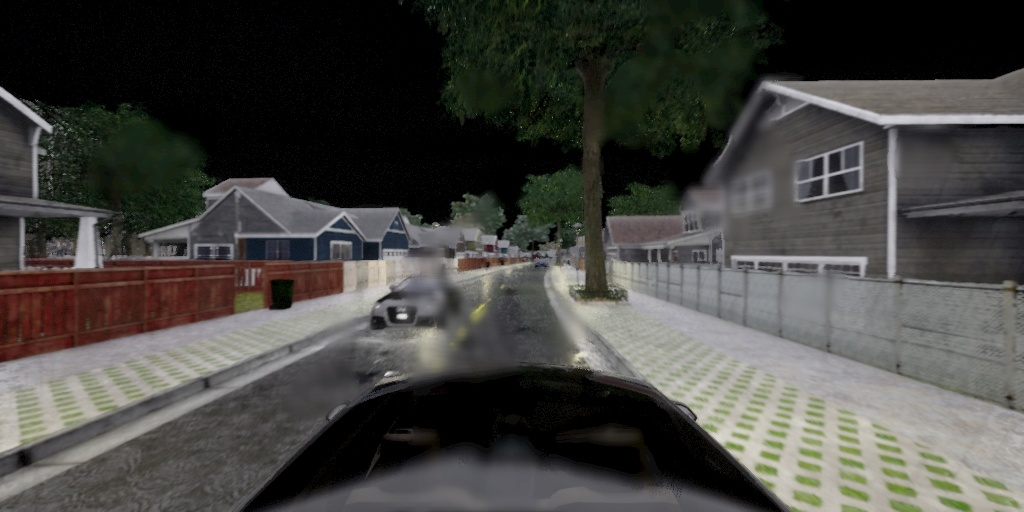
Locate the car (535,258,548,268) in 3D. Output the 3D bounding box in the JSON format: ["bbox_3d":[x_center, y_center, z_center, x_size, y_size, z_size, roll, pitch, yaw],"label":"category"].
[{"bbox_3d":[5.161,1.200,63.836,2.097,1.767,4.553,0,0,7],"label":"car"}]

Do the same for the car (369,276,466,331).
[{"bbox_3d":[-2.645,1.309,10.893,1.994,1.385,4.181,0,0,2],"label":"car"}]
